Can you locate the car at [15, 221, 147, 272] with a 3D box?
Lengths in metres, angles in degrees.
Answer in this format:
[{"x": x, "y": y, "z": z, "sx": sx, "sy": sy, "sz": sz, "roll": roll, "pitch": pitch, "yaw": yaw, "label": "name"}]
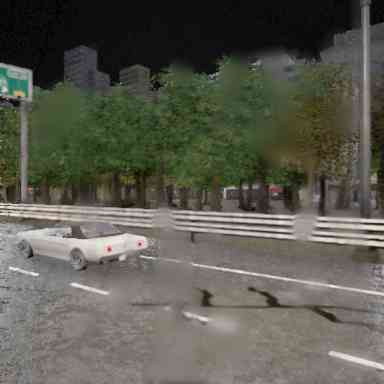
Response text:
[{"x": -3.783, "y": 1.600, "z": 10.872, "sx": 4.718, "sy": 1.301, "sz": 1.895, "roll": 0, "pitch": 0, "yaw": 36, "label": "car"}]
